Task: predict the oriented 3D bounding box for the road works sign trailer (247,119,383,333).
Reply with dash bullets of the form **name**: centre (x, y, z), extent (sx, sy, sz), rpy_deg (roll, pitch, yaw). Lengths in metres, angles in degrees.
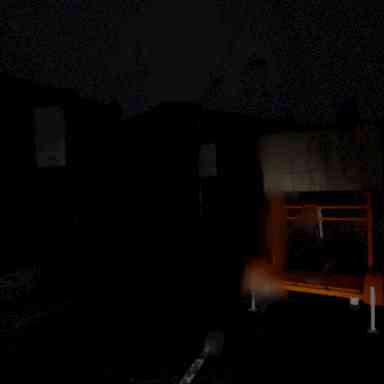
- **road works sign trailer**: centre (2.696, 0.421, 6.952), extent (2.380, 3.560, 2.880), rpy_deg (-2, 0, 32)
